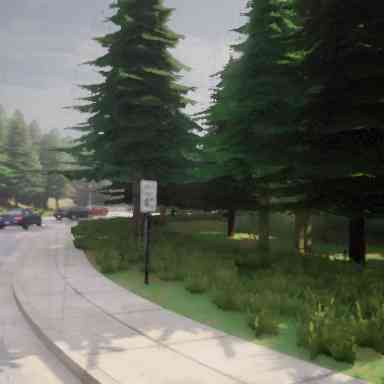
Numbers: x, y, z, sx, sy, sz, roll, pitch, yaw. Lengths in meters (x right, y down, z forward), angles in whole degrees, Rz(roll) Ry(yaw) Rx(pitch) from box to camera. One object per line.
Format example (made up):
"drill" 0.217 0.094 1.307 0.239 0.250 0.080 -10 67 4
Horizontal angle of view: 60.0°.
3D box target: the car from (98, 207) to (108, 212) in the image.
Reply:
"car" -12.876 2.400 42.905 1.812 1.442 4.674 0 -2 29

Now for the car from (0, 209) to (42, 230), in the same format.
"car" -12.668 1.949 24.613 1.812 1.442 4.674 1 -1 -7

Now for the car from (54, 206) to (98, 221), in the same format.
"car" -12.182 2.176 34.392 1.837 1.490 4.892 0 -1 15
